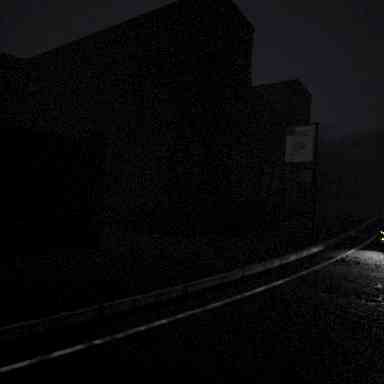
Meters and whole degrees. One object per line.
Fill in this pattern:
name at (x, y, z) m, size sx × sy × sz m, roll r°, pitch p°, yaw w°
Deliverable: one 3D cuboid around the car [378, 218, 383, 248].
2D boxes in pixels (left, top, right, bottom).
car at (9.121, 1.468, 13.865) m, size 1.837 × 1.490 × 4.892 m, roll 1°, pitch 1°, yaw 38°
